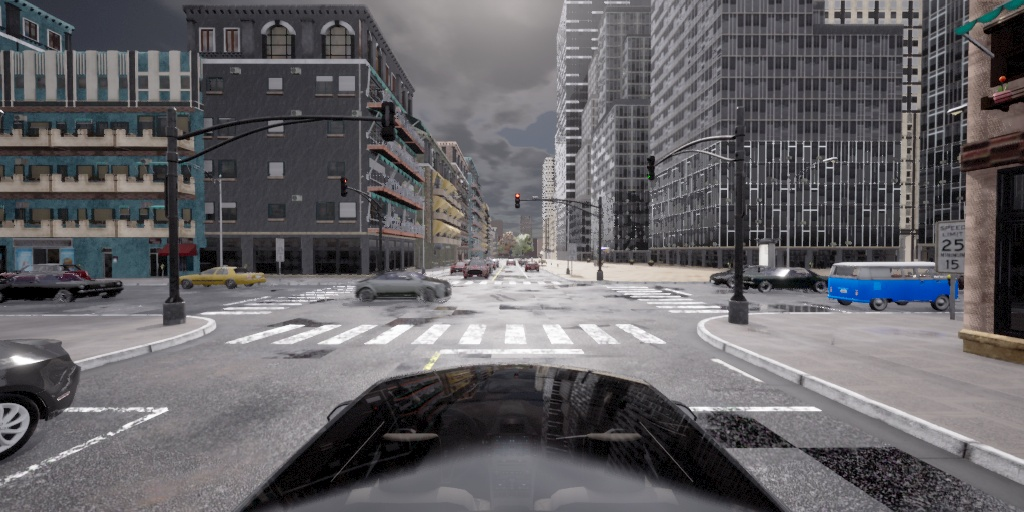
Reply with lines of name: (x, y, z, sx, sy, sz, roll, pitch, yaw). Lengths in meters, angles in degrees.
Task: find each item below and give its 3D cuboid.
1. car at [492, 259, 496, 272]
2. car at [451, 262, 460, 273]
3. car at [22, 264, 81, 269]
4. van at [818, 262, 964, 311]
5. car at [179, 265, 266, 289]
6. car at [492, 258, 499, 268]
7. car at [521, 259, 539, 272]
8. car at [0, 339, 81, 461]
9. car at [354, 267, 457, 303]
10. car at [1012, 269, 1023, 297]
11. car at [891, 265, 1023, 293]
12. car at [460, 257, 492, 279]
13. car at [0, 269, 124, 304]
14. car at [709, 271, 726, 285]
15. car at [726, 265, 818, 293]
car: (-3.211, 1.345, 41.527, 1.895, 1.301, 4.718, 0, 0, 0)
car: (-5.801, 1.289, 40.215, 1.888, 1.381, 4.507, 0, 0, 0)
car: (-28.837, 1.189, 22.046, 4.097, 1.591, 1.967, 0, 0, 0)
van: (14.657, 1.117, 13.864, 3.998, 1.789, 1.690, 0, 0, 0)
car: (-17.939, 1.246, 22.096, 4.829, 1.417, 1.751, 0, 0, 0)
car: (-3.237, 1.345, 51.590, 1.895, 1.301, 4.718, 0, 0, 0)
car: (2.530, 1.289, 45.945, 1.888, 1.381, 4.507, 0, 0, 0)
car: (-5.690, 1.300, 2.149, 2.007, 1.370, 4.403, 0, 0, 0)
car: (-4.892, 1.342, 16.355, 4.181, 1.385, 1.994, 0, 1, 0)
car: (25.675, 1.221, 16.491, 4.892, 1.490, 1.837, 0, 1, 0)
car: (24.593, 1.218, 19.686, 5.357, 1.411, 2.033, 0, 1, 0)
car: (-3.163, 1.097, 32.497, 2.097, 1.767, 4.553, 0, 0, -1)
car: (-20.804, 1.417, 16.283, 4.718, 1.301, 1.895, 0, 1, 0)
car: (14.619, 1.215, 22.244, 4.313, 1.339, 1.948, 0, 0, 0)
car: (14.805, 1.289, 19.646, 4.718, 1.301, 1.895, 0, 1, 0)
